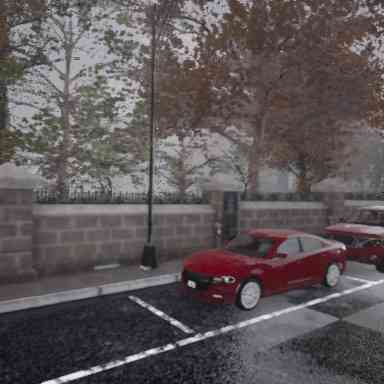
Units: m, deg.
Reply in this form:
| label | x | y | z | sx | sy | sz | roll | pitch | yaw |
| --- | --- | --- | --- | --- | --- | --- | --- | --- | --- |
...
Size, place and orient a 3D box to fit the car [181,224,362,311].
| label | x | y | z | sx | sy | sz | roll | pitch | yaw |
| --- | --- | --- | --- | --- | --- | --- | --- | --- | --- |
| car | 1.832 | 1.580 | 7.841 | 4.507 | 1.381 | 1.887 | 0 | 1 | -35 |

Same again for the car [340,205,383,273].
| label | x | y | z | sx | sy | sz | roll | pitch | yaw |
| --- | --- | --- | --- | --- | --- | --- | --- | --- | --- |
| car | 6.336 | 1.382 | 11.040 | 5.009 | 1.841 | 2.192 | 0 | 1 | -35 |
